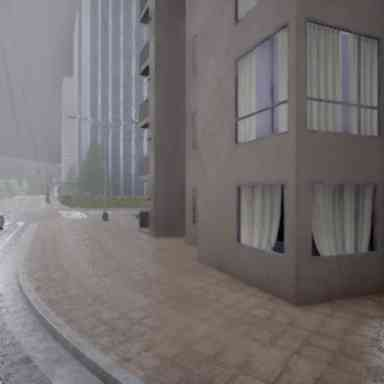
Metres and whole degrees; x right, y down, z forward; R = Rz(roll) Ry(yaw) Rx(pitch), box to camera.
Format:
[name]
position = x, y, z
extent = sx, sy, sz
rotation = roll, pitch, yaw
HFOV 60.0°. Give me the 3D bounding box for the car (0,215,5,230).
[car]
position = -11.961, 1.658, 18.932
extent = 2.033, 1.411, 5.357
rotation = 0, 0, -24
